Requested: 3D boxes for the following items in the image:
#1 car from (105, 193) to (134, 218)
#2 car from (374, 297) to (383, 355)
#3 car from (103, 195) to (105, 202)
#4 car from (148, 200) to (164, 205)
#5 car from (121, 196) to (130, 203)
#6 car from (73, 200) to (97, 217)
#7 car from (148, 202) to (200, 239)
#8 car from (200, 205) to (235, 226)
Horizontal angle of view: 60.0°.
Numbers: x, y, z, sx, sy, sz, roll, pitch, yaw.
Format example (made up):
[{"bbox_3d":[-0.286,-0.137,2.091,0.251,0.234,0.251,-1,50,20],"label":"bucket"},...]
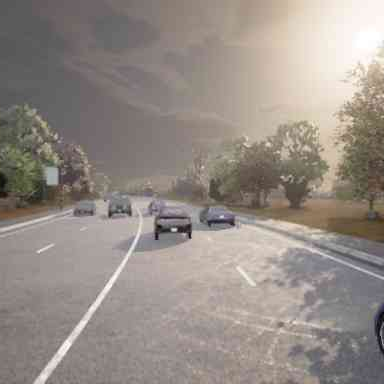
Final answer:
[{"bbox_3d":[-6.735,1.284,31.622,2.150,2.045,5.566,0,0,-10],"label":"car"},{"bbox_3d":[3.463,1.520,2.692,1.812,1.442,4.674,0,0,-1],"label":"car"},{"bbox_3d":[-18.058,1.194,72.569,2.150,2.045,5.566,0,0,-11],"label":"car"},{"bbox_3d":[-3.708,1.611,35.836,2.033,1.411,5.357,0,0,-10],"label":"car"},{"bbox_3d":[-14.429,1.607,72.259,1.812,1.442,4.674,0,0,-11],"label":"car"},{"bbox_3d":[-10.535,1.579,33.049,1.837,1.490,4.892,0,-1,-10],"label":"car"},{"bbox_3d":[-1.065,1.521,17.637,2.128,1.511,4.902,0,0,-6],"label":"car"},{"bbox_3d":[1.706,1.597,23.735,1.994,1.385,4.181,0,0,-7],"label":"car"}]
